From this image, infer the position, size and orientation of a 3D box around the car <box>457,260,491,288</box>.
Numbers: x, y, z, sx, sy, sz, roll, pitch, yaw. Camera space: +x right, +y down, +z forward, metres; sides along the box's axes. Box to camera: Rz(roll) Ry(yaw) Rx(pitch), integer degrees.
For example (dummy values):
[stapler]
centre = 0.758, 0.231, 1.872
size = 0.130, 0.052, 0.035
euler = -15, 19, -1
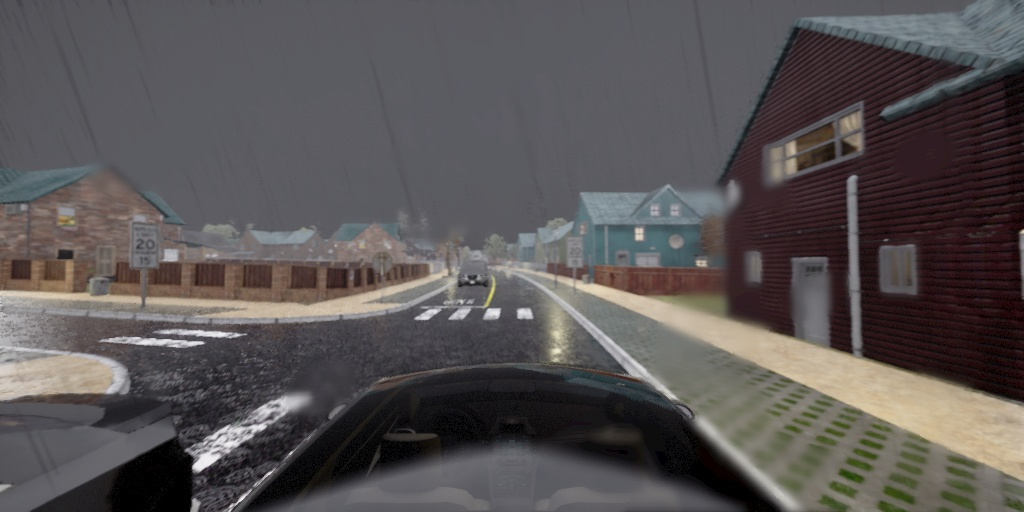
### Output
[car]
centre = -2.803, 1.347, 26.892
size = 2.150, 2.045, 5.566
euler = 0, 1, -3
